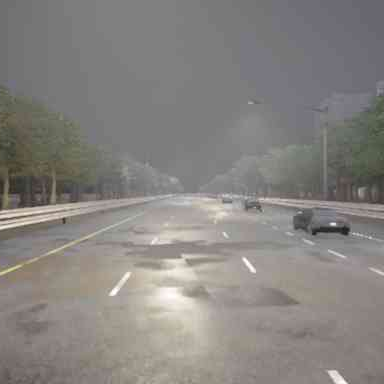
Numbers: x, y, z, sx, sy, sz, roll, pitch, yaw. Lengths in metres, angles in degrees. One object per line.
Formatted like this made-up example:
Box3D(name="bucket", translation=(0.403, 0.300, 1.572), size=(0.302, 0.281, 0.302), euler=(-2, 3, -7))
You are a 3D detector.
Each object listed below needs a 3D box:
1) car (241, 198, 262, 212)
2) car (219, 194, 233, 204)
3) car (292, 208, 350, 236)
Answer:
Box3D(name="car", translation=(7.017, 1.517, 39.575), size=(1.837, 1.490, 4.892), euler=(0, 0, 0))
Box3D(name="car", translation=(7.068, 1.610, 67.307), size=(1.994, 1.385, 4.181), euler=(0, 0, 0))
Box3D(name="car", translation=(7.007, 1.570, 18.495), size=(1.994, 1.385, 4.181), euler=(0, 0, 0))
